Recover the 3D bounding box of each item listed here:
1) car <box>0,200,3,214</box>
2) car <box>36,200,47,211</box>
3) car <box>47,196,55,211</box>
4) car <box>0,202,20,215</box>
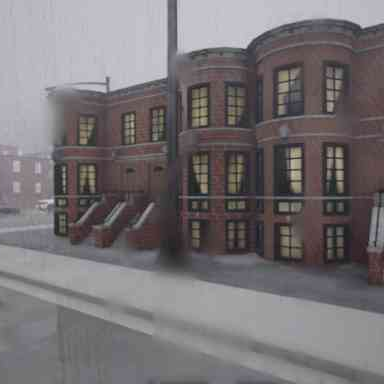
[{"bbox_3d":[-23.277,1.664,35.533,2.128,1.511,4.902,0,0,36],"label":"car"},{"bbox_3d":[-17.465,1.394,43.659,2.150,2.045,5.566,0,0,36],"label":"car"},{"bbox_3d":[-14.834,1.635,41.321,1.882,1.535,5.008,0,0,36],"label":"car"},{"bbox_3d":[-19.993,1.721,34.104,1.994,1.385,4.181,0,0,36],"label":"car"}]
